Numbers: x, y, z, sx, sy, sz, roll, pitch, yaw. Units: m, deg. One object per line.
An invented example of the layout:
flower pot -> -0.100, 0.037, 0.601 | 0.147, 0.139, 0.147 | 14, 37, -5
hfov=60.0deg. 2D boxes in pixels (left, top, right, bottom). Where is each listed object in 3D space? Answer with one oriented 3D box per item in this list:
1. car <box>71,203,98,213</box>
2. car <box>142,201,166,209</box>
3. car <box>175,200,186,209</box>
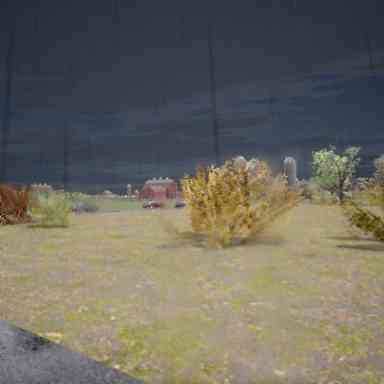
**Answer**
car -> -15.382, 2.188, 47.009 | 1.994, 1.385, 4.181 | -2, -2, 35
car -> -6.734, 2.262, 59.011 | 1.882, 1.535, 5.008 | -2, -2, 36
car -> -1.118, 2.257, 60.658 | 1.837, 1.490, 4.892 | -2, -2, 36
